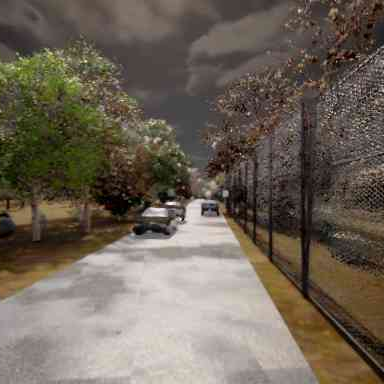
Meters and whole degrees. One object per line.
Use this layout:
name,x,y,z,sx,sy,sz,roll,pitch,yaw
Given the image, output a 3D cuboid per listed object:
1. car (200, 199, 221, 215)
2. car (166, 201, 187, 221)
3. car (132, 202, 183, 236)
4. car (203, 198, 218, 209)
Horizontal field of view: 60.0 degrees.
car,1.908,1.592,34.744,1.837,1.490,4.892,1,-2,3
car,-1.442,1.376,25.449,1.994,1.385,4.181,1,0,3
car,-1.907,1.546,18.691,2.033,1.411,5.357,1,0,3
car,2.705,1.677,49.537,2.033,1.411,5.357,1,0,3
